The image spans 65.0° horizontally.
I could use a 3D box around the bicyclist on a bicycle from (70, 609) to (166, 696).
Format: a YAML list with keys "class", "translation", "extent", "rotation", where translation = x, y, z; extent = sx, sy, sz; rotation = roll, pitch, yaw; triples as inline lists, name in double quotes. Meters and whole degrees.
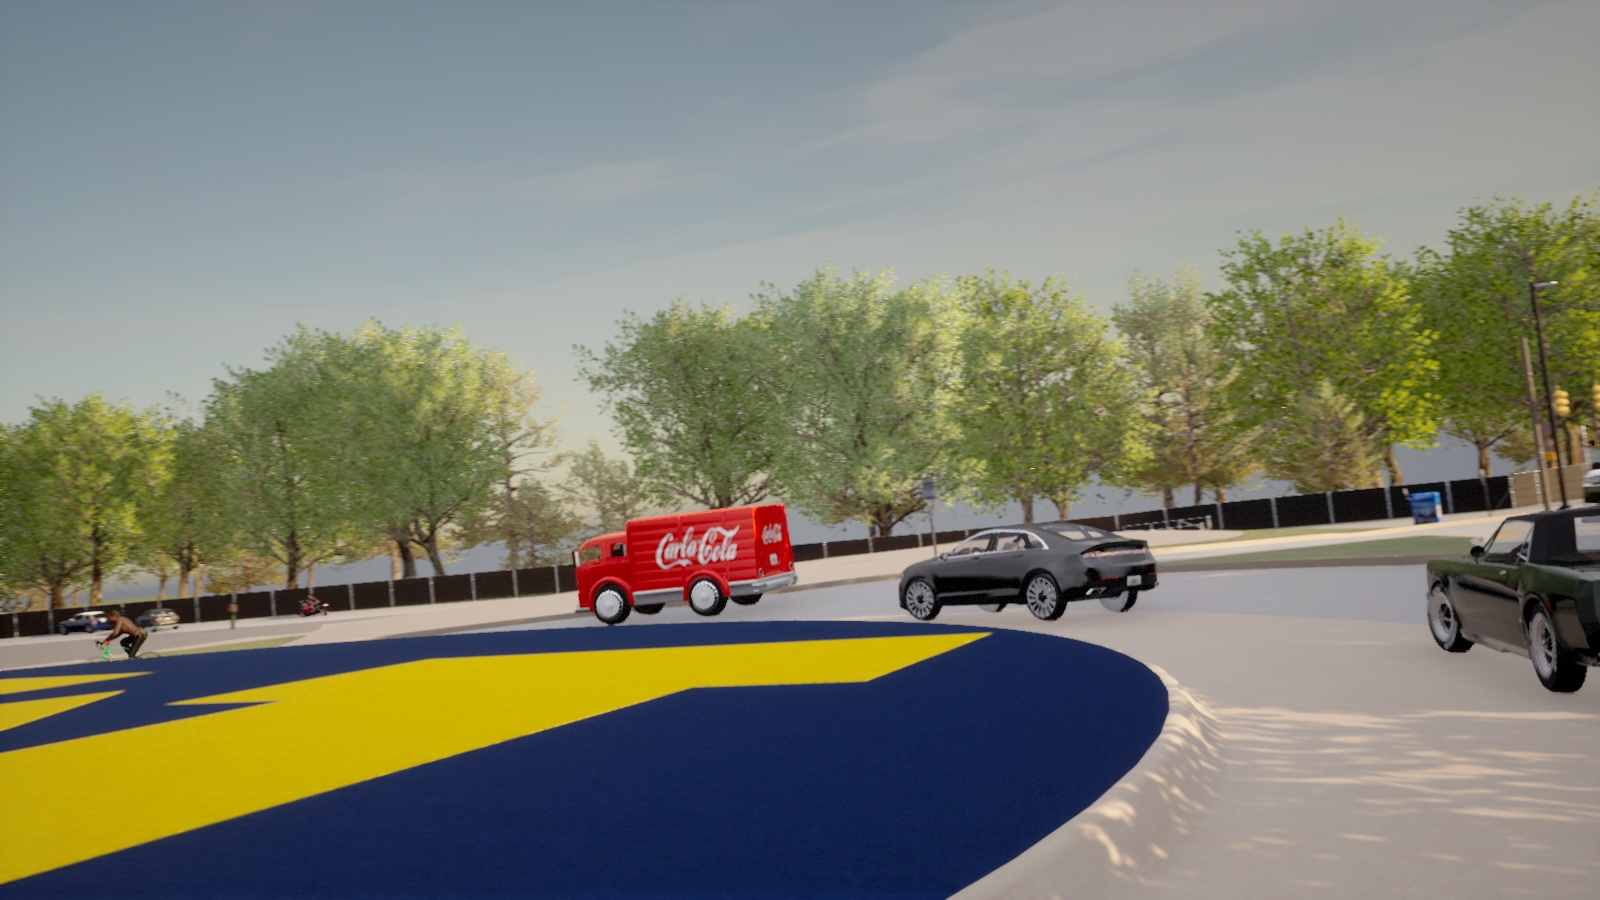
- class: "bicyclist on a bicycle"
  translation: [-14.406, 4.284, 26.552]
  extent: [1.656, 1.620, 0.582]
  rotation: [-4, -9, -15]

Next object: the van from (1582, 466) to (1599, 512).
- class: "van"
  translation: [39.853, 1.653, 59.121]
  extent: [2.069, 2.038, 4.480]
  rotation: [-5, -3, -37]

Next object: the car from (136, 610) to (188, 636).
- class: "car"
  translation: [-44.105, 11.978, 86.790]
  extent: [3.705, 1.549, 1.789]
  rotation: [-7, -3, 40]

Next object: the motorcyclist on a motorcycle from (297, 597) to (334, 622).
- class: "motorcyclist on a motorcycle"
  translation: [-33.371, 10.985, 86.515]
  extent: [2.191, 1.530, 0.866]
  rotation: [-6, -2, 14]

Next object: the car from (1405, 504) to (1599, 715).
- class: "car"
  translation: [6.391, 1.083, 9.945]
  extent: [1.895, 1.301, 4.718]
  rotation: [-3, -4, 14]

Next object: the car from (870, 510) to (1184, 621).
- class: "car"
  translation: [3.541, 1.950, 20.589]
  extent: [2.128, 1.511, 4.902]
  rotation: [-1, -6, -35]

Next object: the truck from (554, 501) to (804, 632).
- class: "truck"
  translation: [-2.948, 2.841, 30.695]
  extent: [5.204, 2.467, 2.627]
  rotation: [-8, -3, 22]
